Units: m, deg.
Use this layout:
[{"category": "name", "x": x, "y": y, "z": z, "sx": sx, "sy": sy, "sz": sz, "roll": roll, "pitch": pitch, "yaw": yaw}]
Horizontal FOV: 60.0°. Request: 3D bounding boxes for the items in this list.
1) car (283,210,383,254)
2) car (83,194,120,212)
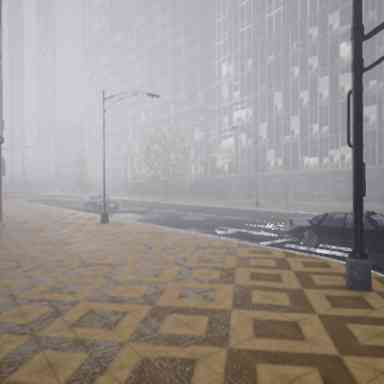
[{"category": "car", "x": 5.865, "y": 1.369, "z": 11.696, "sx": 2.033, "sy": 1.411, "sz": 5.357, "roll": -1, "pitch": 1, "yaw": -38}, {"category": "car", "x": -8.133, "y": 0.906, "z": 29.546, "sx": 2.128, "sy": 1.511, "sz": 4.902, "roll": -1, "pitch": 2, "yaw": -38}]
